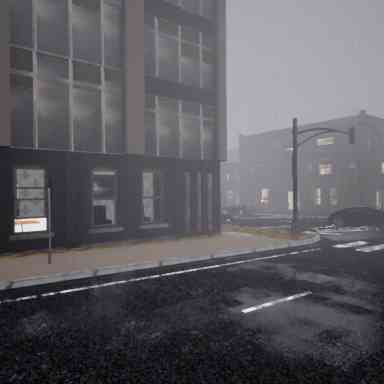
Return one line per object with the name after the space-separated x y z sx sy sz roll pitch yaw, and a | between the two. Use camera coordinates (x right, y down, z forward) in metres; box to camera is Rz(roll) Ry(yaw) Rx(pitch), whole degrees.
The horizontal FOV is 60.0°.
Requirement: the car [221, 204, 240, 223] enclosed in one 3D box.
1.619 1.935 28.506 1.947 1.339 4.313 -2 0 -37 | car

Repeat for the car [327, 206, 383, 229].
11.048 1.628 21.207 1.812 1.442 4.674 0 -2 -44 | car

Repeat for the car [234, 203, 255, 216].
5.246 1.920 38.098 2.008 1.369 4.403 -2 0 -37 | car
